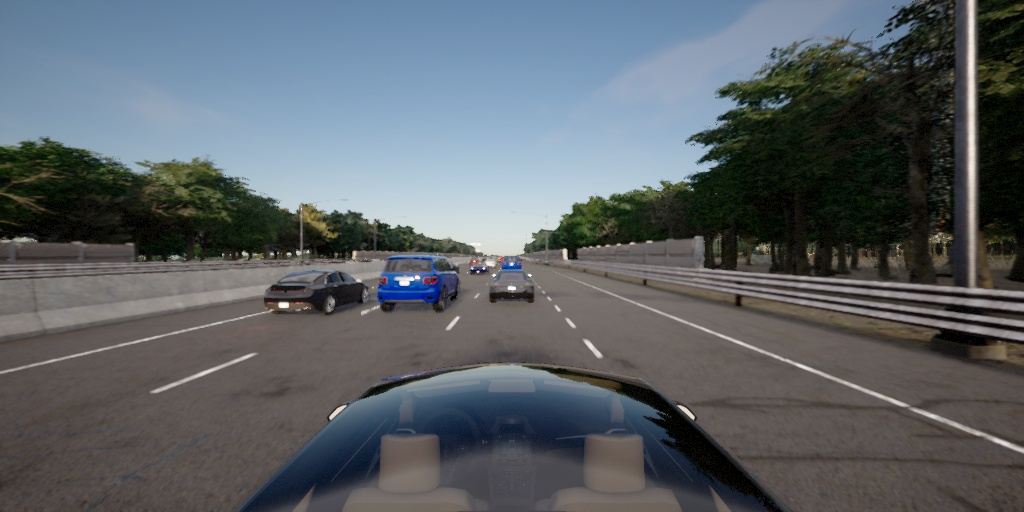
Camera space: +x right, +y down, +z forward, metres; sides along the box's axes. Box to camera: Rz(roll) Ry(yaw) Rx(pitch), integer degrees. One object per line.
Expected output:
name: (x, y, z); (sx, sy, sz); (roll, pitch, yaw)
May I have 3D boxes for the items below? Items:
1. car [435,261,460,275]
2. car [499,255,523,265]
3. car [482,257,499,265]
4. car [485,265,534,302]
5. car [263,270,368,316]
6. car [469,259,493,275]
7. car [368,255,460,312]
car: (-7.015, 1.295, 39.494); (1.994, 1.385, 4.181); (0, 0, 0)
car: (-0.016, 0.953, 39.573); (2.150, 2.045, 5.566); (0, 0, 0)
car: (-3.522, 1.232, 57.569); (1.812, 1.442, 4.674); (0, 0, 0)
car: (-0.005, 1.319, 17.010); (1.994, 1.385, 4.181); (0, 0, 0)
car: (-7.005, 1.261, 13.425); (1.837, 1.490, 4.892); (0, 0, 0)
car: (-3.516, 1.332, 39.515); (1.895, 1.301, 4.718); (0, 0, 0)
car: (-3.506, 0.977, 14.383); (2.150, 2.045, 5.566); (0, 0, 0)
